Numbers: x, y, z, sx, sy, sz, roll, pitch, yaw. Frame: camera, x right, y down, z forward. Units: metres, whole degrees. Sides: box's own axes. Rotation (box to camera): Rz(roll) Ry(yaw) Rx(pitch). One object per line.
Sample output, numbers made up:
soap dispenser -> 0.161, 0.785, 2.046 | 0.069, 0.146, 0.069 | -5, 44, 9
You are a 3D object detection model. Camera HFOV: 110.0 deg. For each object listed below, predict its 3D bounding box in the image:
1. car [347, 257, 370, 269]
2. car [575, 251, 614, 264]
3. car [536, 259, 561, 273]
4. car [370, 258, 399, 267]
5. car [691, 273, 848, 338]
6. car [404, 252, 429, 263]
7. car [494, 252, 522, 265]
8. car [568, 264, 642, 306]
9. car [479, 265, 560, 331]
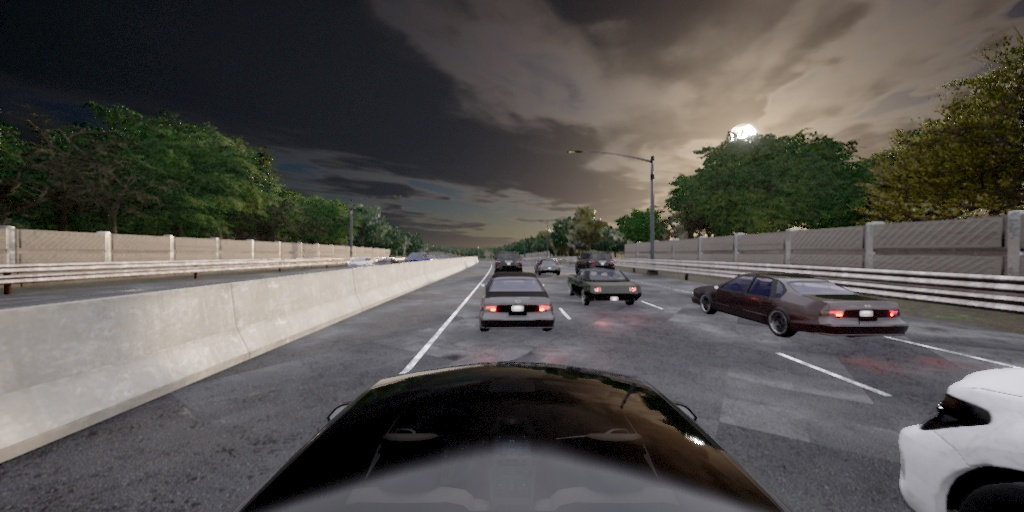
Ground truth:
car -> -18.488, 0.879, 44.042 | 1.812, 1.442, 4.674 | 0, 0, -2
car -> 6.689, 0.655, 29.408 | 2.150, 2.045, 5.566 | 0, 0, -1
car -> 3.110, 0.982, 32.087 | 1.994, 1.385, 4.181 | 0, 0, -2
car -> -14.940, 0.923, 42.761 | 1.994, 1.385, 4.181 | 0, 0, -2
car -> 7.052, 1.167, 9.716 | 2.033, 1.411, 5.357 | 0, 1, -2
car -> -11.462, 0.576, 43.454 | 2.150, 2.045, 5.566 | 0, 0, -2
car -> -0.313, 0.656, 29.436 | 2.150, 2.045, 5.566 | 0, 0, -1
car -> 3.484, 1.152, 14.496 | 1.895, 1.301, 4.718 | 0, 1, -1
car -> 0.053, 1.156, 10.349 | 2.033, 1.411, 5.357 | 0, 1, -2
